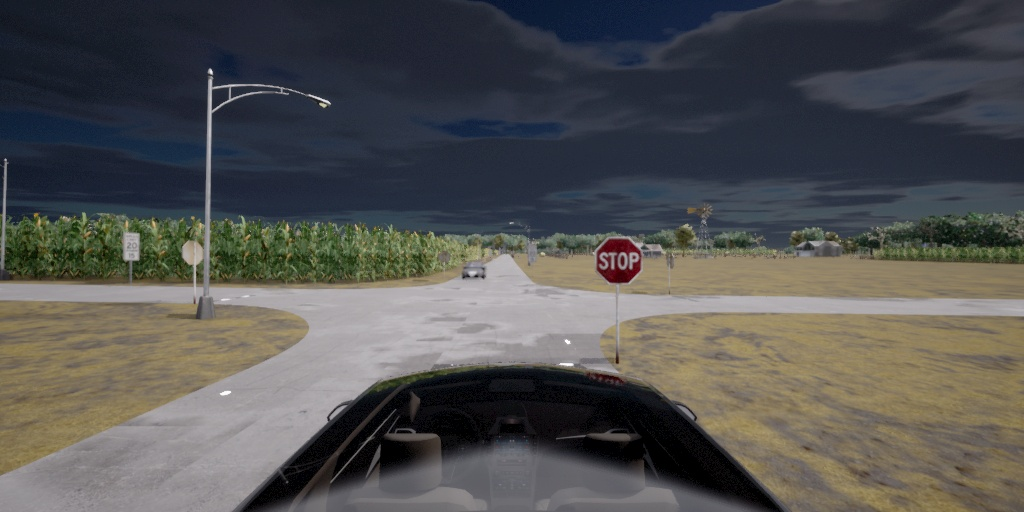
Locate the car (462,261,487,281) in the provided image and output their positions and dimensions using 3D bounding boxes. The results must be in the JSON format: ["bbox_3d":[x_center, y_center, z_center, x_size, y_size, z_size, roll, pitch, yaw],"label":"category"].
[{"bbox_3d":[-3.106,1.209,30.254,2.128,1.511,4.902,0,0,-1],"label":"car"}]
